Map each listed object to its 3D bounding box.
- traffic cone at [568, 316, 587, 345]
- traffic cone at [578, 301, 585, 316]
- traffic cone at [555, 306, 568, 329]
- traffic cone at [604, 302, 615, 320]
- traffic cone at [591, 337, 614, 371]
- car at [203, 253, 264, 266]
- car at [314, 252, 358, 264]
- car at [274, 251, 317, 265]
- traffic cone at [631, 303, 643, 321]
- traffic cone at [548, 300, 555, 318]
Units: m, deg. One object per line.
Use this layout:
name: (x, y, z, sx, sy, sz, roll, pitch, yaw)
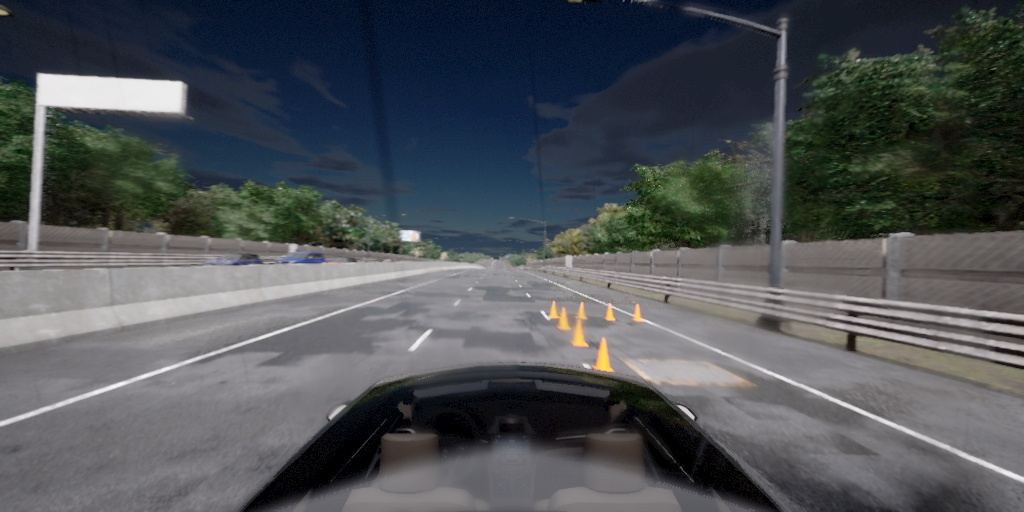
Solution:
traffic cone: (1.613, 1.831, 8.679, 0.340, 0.580, 0.340, 0, 0, -2)
traffic cone: (2.461, 1.906, 12.713, 0.340, 0.580, 0.340, 0, 0, -2)
traffic cone: (1.538, 1.847, 10.677, 0.340, 0.580, 0.340, 0, 0, -2)
traffic cone: (3.460, 1.946, 12.750, 0.340, 0.580, 0.340, 0, 0, -2)
traffic cone: (1.689, 1.814, 6.680, 0.340, 0.580, 0.340, 0, 0, -2)
car: (-22.199, 0.534, 28.805, 2.097, 1.767, 4.553, 2, -1, -2)
car: (-15.318, 0.850, 32.110, 2.097, 1.767, 4.553, 2, -1, -2)
car: (-18.813, 0.586, 32.272, 2.150, 2.045, 5.566, 2, -1, -2)
traffic cone: (4.458, 1.986, 12.788, 0.340, 0.580, 0.340, 0, 0, -2)
traffic cone: (1.463, 1.866, 12.676, 0.340, 0.580, 0.340, 0, 0, -2)
